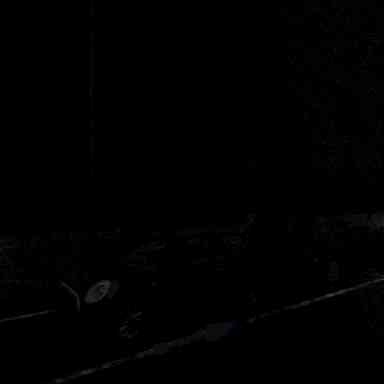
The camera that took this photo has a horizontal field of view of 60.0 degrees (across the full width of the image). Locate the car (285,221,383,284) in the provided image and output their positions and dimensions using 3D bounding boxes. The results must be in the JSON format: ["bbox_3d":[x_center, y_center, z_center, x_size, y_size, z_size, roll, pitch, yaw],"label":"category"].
[{"bbox_3d":[4.144,1.557,9.604,4.507,1.381,1.887,0,0,-36],"label":"car"}]

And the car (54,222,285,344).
[{"bbox_3d":[-0.416,1.445,6.349,4.097,1.590,1.967,0,0,-36],"label":"car"}]
